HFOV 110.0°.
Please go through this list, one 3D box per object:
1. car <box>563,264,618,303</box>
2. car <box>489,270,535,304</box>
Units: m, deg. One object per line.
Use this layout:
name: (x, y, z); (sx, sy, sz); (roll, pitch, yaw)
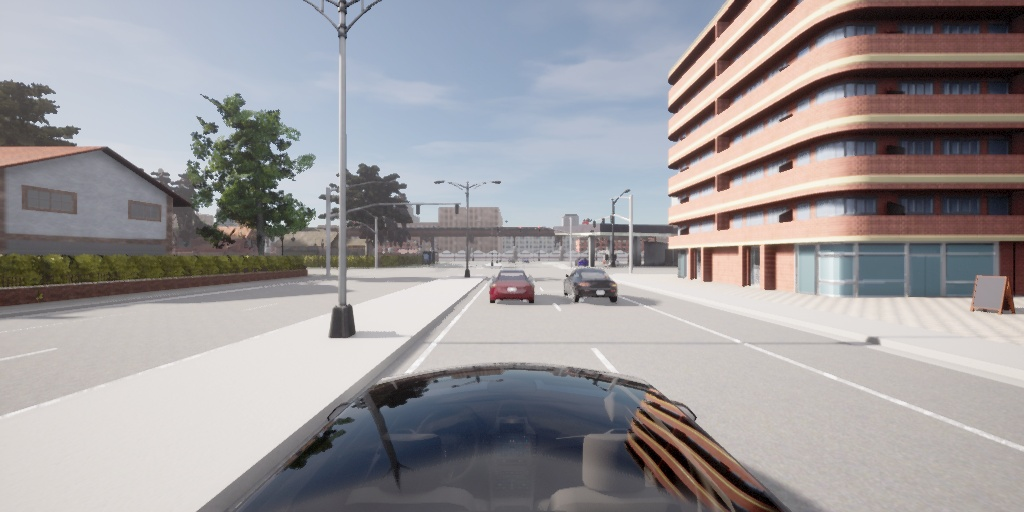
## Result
car: (3.502, 1.279, 16.500); (1.812, 1.442, 4.674); (0, 0, 0)
car: (0.000, 1.320, 16.500); (1.994, 1.385, 4.181); (0, 0, 0)
